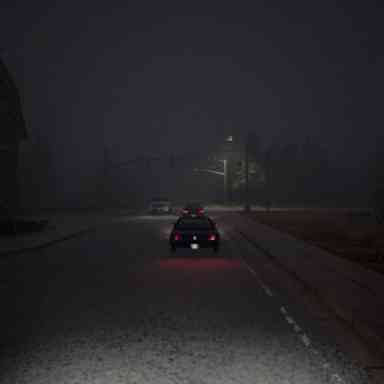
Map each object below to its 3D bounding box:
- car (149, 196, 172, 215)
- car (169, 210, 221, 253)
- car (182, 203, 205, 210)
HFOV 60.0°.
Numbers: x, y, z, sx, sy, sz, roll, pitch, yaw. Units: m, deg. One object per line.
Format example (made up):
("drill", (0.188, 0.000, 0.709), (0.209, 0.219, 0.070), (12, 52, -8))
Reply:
("car", (-3.505, 1.436, 37.845), (2.150, 2.045, 5.566), (0, 0, 0))
("car", (0.101, 1.688, 14.225), (1.895, 1.301, 4.718), (0, 0, 0))
("car", (0.099, 1.687, 28.285), (1.812, 1.442, 4.674), (0, 0, 0))
